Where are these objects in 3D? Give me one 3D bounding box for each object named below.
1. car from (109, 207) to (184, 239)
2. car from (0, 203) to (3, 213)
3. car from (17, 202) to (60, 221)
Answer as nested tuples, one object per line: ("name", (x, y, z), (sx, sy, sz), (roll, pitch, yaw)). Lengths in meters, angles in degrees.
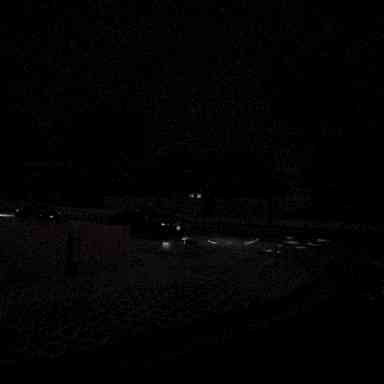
("car", (-2.670, 1.633, 18.904), (4.902, 1.511, 2.128), (0, 3, 37))
("car", (-22.174, 1.589, 36.285), (2.128, 1.511, 4.902), (-4, 3, -43))
("car", (-12.495, 1.634, 26.876), (4.892, 1.490, 1.837), (0, 3, 42))
